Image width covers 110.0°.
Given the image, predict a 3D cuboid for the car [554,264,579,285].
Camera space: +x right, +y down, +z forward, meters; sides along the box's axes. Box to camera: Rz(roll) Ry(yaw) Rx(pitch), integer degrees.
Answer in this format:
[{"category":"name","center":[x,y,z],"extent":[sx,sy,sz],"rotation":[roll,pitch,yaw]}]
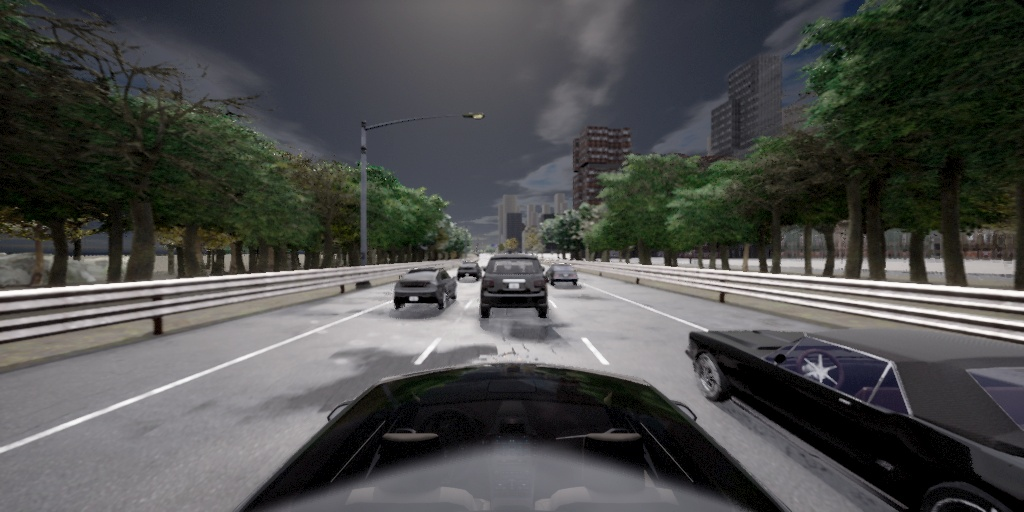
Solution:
[{"category":"car","center":[3.456,1.302,25.689],"extent":[2.033,1.411,5.357],"rotation":[0,0,-1]}]

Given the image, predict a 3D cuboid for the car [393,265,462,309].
[{"category":"car","center":[-3.453,1.258,14.972],"extent":[1.837,1.490,4.892],"rotation":[0,0,0]}]

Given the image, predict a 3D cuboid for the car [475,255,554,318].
[{"category":"car","center":[0.069,0.973,13.206],"extent":[2.150,2.045,5.566],"rotation":[0,0,0]}]

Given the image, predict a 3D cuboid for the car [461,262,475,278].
[{"category":"car","center":[-3.615,1.263,31.048],"extent":[1.837,1.490,4.892],"rotation":[0,0,-1]}]

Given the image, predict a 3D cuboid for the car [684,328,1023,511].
[{"category":"car","center":[3.586,1.350,3.411],"extent":[1.895,1.301,4.718],"rotation":[0,0,0]}]
